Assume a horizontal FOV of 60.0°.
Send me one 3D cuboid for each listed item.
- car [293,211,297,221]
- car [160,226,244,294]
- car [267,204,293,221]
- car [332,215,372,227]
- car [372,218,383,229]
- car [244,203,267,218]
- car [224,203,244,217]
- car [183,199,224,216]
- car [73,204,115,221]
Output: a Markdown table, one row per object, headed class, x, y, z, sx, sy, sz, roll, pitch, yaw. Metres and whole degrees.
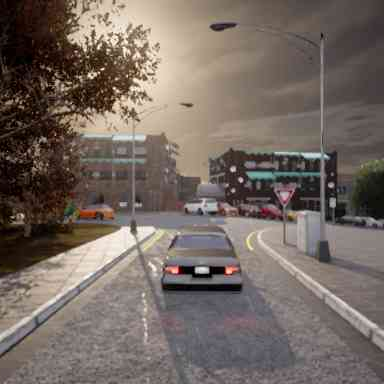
| class | x | y | z | sx | sy | sz | roll | pitch | yaw |
| --- | --- | --- | --- | --- | --- | --- | --- | --- | --- |
| car | 12.662 | 3.053 | 44.314 | 1.946 | 1.575 | 5.366 | 6 | -3 | -31 |
| car | 0.250 | 1.630 | 9.063 | 2.033 | 1.411 | 5.357 | 0 | -1 | 1 |
| car | 9.843 | 2.527 | 43.552 | 2.435 | 2.045 | 5.566 | 7 | -3 | -31 |
| car | 21.605 | 3.938 | 45.880 | 2.002 | 1.452 | 4.674 | 6 | -3 | -31 |
| car | 24.565 | 4.220 | 46.456 | 2.002 | 1.452 | 4.674 | 7 | -3 | -31 |
| car | 6.857 | 2.368 | 42.933 | 2.185 | 1.767 | 4.553 | 6 | -3 | -32 |
| car | 3.895 | 2.125 | 42.372 | 2.185 | 1.767 | 4.553 | 4 | -2 | -32 |
| car | 1.027 | 1.842 | 41.723 | 2.435 | 2.045 | 5.566 | 1 | -2 | -31 |
| car | -10.468 | 2.079 | 34.869 | 4.553 | 1.767 | 2.097 | -2 | -1 | 23 |
